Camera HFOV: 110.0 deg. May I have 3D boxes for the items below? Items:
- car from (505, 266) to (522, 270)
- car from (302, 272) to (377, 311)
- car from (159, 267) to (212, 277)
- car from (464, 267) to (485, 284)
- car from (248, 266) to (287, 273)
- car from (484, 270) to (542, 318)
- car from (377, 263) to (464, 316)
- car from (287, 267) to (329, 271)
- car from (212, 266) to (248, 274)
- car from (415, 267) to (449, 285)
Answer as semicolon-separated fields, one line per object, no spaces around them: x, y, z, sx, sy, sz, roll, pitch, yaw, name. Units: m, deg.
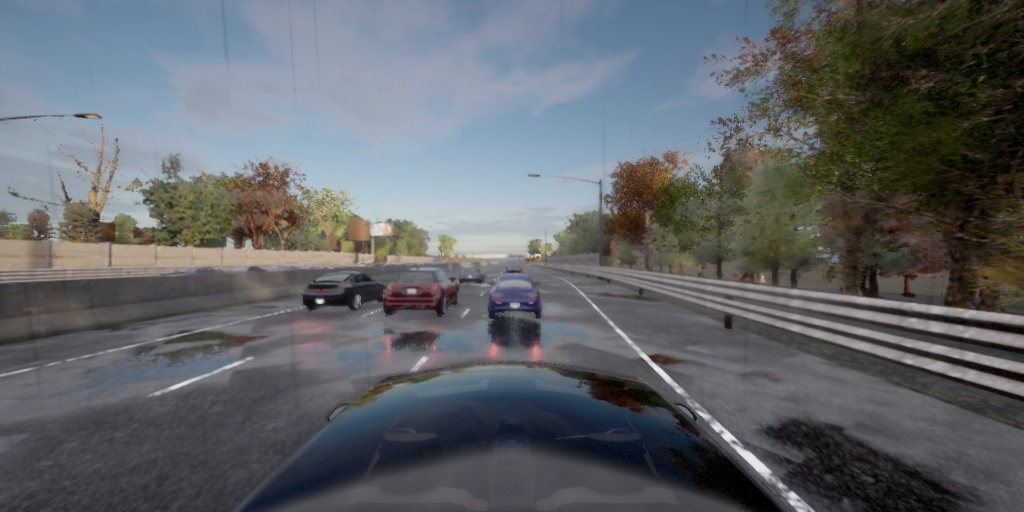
0.125;1.603;30.628;1.837;1.490;4.892;0;-1;0;car
-6.891;1.415;15.312;1.837;1.490;4.892;0;-1;0;car
-27.903;1.658;31.643;2.033;1.411;5.357;0;-1;-2;car
-3.375;1.667;31.010;1.994;1.385;4.181;0;-1;0;car
-21.067;1.675;32.943;2.033;1.411;5.357;0;-1;0;car
0.105;1.416;13.603;1.812;1.442;4.674;0;-1;0;car
-3.394;1.251;14.294;2.097;1.767;4.553;0;-1;0;car
-17.569;1.718;32.165;1.895;1.301;4.718;0;-1;0;car
-24.564;1.654;33.031;1.812;1.442;4.674;0;-1;0;car
-6.874;1.669;31.174;1.994;1.385;4.181;0;-1;0;car
